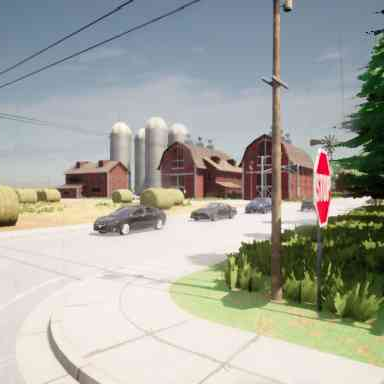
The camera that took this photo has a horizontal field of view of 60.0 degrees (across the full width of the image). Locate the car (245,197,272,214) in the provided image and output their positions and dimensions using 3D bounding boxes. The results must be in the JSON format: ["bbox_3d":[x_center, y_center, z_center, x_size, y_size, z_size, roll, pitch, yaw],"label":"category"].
[{"bbox_3d":[7.430,1.386,35.825,2.097,1.767,4.553,0,0,34],"label":"car"}]

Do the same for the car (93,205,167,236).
[{"bbox_3d":[-3.413,1.539,19.084,1.837,1.490,4.892,0,0,33],"label":"car"}]

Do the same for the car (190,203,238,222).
[{"bbox_3d":[1.945,1.582,27.388,2.033,1.411,5.357,0,0,33],"label":"car"}]

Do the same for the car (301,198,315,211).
[{"bbox_3d":[14.509,1.538,40.034,1.837,1.490,4.892,0,0,33],"label":"car"}]

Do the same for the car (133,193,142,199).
[{"bbox_3d":[-14.335,1.150,86.963,3.866,1.878,1.905,-2,6,-11],"label":"car"}]
